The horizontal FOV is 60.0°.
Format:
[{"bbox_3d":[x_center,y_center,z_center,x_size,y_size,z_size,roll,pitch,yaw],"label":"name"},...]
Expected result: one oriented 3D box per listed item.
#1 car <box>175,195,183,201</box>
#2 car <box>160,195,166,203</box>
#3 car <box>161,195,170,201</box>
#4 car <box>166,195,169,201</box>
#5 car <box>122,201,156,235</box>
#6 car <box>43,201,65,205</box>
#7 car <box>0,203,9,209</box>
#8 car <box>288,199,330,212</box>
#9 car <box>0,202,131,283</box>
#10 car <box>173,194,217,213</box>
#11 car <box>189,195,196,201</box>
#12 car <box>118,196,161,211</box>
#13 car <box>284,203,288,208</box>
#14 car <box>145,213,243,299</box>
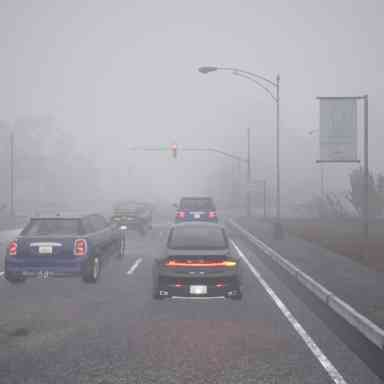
[{"bbox_3d":[-3.312,1.471,85.958,1.882,1.535,5.008,0,0,0],"label":"car"},{"bbox_3d":[-6.894,1.547,65.467,2.033,1.411,5.357,0,0,1],"label":"car"},{"bbox_3d":[-6.814,1.494,85.202,1.837,1.490,4.892,0,0,0],"label":"car"},{"bbox_3d":[-6.836,1.478,75.245,1.882,1.535,5.008,0,0,0],"label":"car"},{"bbox_3d":[-3.360,1.505,18.774,1.837,1.490,4.892,0,0,0],"label":"car"},{"bbox_3d":[-10.528,1.491,25.493,2.128,1.511,4.902,0,0,-7],"label":"car"},{"bbox_3d":[-23.154,1.478,37.167,5.008,1.535,1.882,0,0,3],"label":"car"},{"bbox_3d":[14.136,1.505,38.667,4.892,1.490,1.837,0,0,3],"label":"car"},{"bbox_3d":[-3.379,1.352,9.815,2.097,1.767,4.553,0,0,0],"label":"car"},{"bbox_3d":[0.163,1.221,18.248,2.150,2.045,5.566,0,0,-2],"label":"car"},{"bbox_3d":[0.187,1.471,85.950,1.882,1.535,5.008,0,0,0],"label":"car"},{"bbox_3d":[-6.192,1.491,36.158,4.902,1.511,2.128,0,0,3],"label":"car"},{"bbox_3d":[14.545,1.547,42.150,5.357,1.411,2.033,0,0,3],"label":"car"},{"bbox_3d":[0.118,1.505,8.400,1.837,1.490,4.892,0,0,0],"label":"car"}]
